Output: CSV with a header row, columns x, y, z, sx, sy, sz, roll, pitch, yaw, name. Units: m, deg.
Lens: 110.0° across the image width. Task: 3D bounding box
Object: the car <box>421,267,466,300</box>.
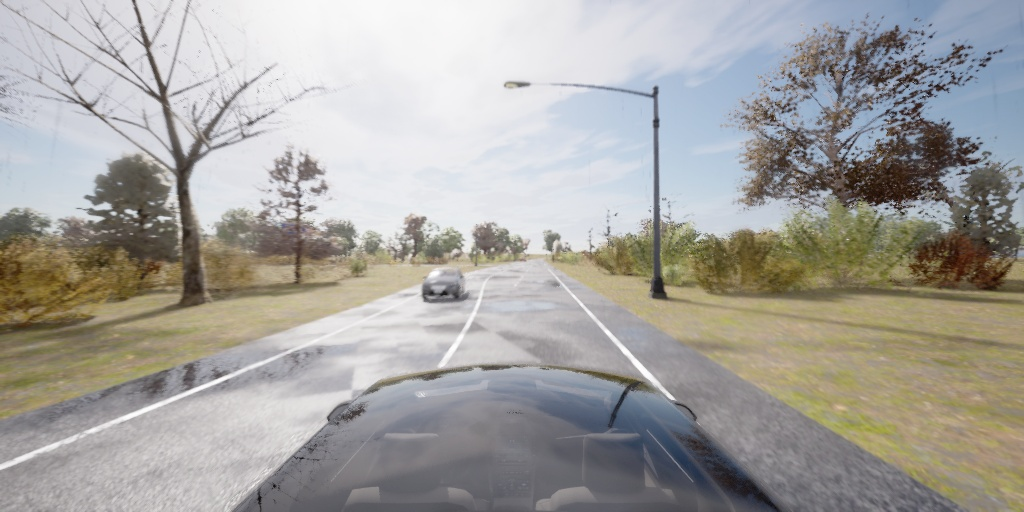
x,y,z,sx,sy,sz,roll,pitch,yaw,name
-3.466,1.368,18.783,2.128,1.511,4.902,0,0,-3,car
